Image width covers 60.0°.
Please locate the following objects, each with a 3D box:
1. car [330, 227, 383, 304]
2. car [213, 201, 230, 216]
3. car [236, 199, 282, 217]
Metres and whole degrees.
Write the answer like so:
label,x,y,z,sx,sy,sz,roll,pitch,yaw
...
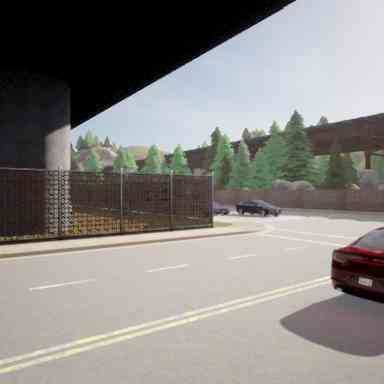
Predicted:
label,x,y,z,sx,sy,sz,roll,pitch,yaw
car,5.162,1.477,7.456,5.008,1.535,1.882,0,0,-35
car,1.733,1.562,31.909,1.994,1.385,4.181,0,0,-36
car,6.255,1.502,31.629,1.837,1.490,4.892,0,0,-36
